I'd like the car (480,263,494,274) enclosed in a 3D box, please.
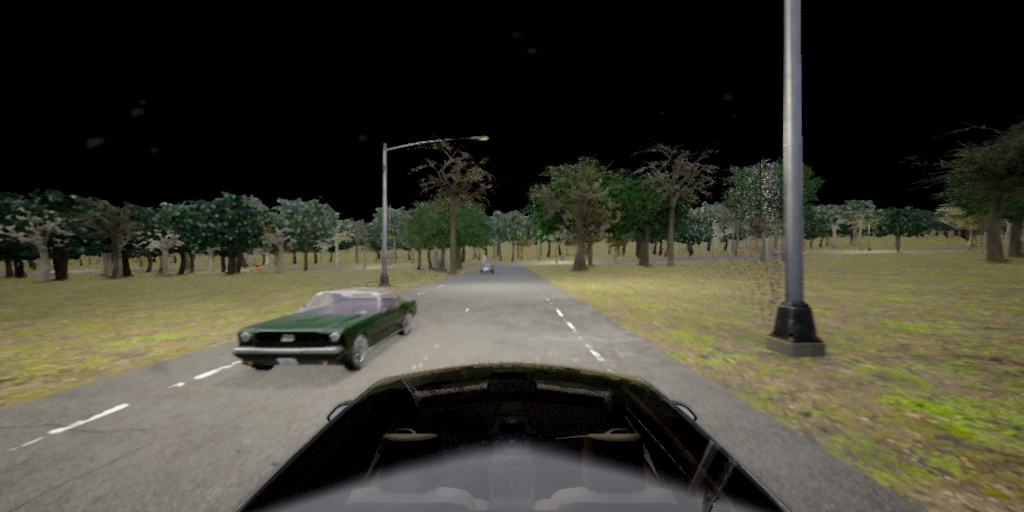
[{"bbox_3d":[-3.541,1.707,51.320,2.128,1.511,4.902,0,-1,0],"label":"car"}]

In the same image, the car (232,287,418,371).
[{"bbox_3d":[-3.596,1.406,7.956,1.895,1.301,4.718,0,-1,0],"label":"car"}]
